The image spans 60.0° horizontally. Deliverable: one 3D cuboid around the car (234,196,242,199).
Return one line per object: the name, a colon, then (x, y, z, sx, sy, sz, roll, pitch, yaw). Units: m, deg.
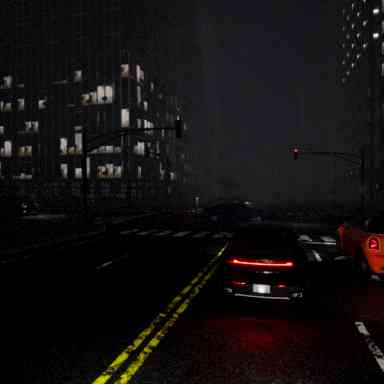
car: (6.253, 1.471, 51.857, 1.837, 1.490, 4.892, 0, 0, 14)

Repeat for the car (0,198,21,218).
car: (-16.744, 1.434, 27.237, 4.313, 1.339, 1.947, 1, 1, 16)

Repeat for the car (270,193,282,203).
car: (17.808, 1.157, 70.269, 2.150, 2.045, 5.566, 0, 0, 14)

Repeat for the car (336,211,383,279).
car: (5.734, 1.347, 9.962, 2.097, 1.767, 4.553, 0, 0, 15)

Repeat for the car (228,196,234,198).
car: (3.943, 1.501, 42.880, 1.812, 1.442, 4.674, 0, 0, 14)

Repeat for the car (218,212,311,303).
car: (1.862, 1.501, 8.362, 1.837, 1.490, 4.892, 0, 0, 14)

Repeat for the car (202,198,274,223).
car: (3.247, 1.480, 24.515, 5.008, 1.535, 1.882, 0, 1, 15)

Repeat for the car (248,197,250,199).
car: (11.155, 1.496, 70.504, 1.994, 1.385, 4.181, 0, 0, 14)

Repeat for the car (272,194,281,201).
car: (20.398, 1.235, 80.329, 1.882, 1.535, 5.008, 0, 0, 14)

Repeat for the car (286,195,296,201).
car: (23.546, 1.465, 79.517, 2.033, 1.411, 5.357, 0, 0, 14)

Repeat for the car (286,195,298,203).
car: (20.976, 1.463, 69.517, 2.128, 1.511, 4.902, 0, 0, 14)

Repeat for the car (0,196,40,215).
car: (-16.068, 1.175, 29.863, 4.553, 1.767, 2.097, 1, 1, 16)

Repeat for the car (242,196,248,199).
car: (8.595, 1.481, 60.849, 1.812, 1.442, 4.674, 0, 0, 15)
